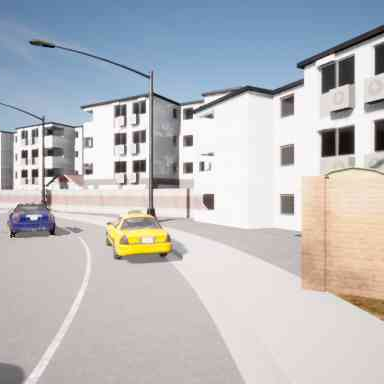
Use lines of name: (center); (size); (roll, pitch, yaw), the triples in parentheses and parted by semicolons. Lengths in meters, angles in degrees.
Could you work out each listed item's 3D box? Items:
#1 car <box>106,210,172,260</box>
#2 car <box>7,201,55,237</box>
car: (-2.194, 1.457, 12.607); (1.801, 1.575, 5.366); (0, 0, -19)
car: (-8.982, 1.352, 18.466); (2.097, 1.767, 4.553); (0, 0, -30)
